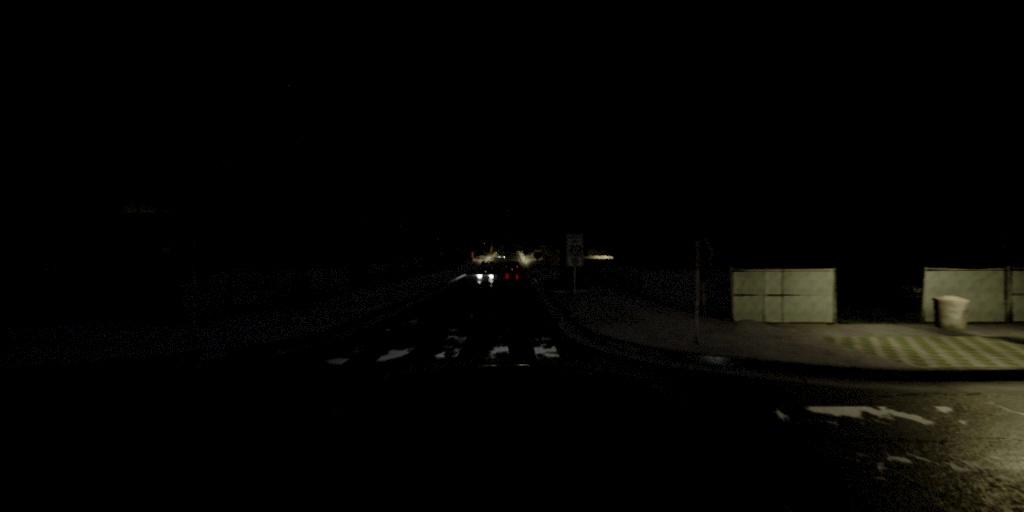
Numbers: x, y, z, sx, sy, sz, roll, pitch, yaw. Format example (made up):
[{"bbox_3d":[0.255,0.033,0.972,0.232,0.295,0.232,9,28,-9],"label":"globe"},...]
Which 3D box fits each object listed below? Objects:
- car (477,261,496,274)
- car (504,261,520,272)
[{"bbox_3d":[-2.755,1.214,40.214,2.033,1.411,5.357,0,1,0],"label":"car"},{"bbox_3d":[0.017,1.239,42.957,1.895,1.301,4.718,0,1,0],"label":"car"}]
